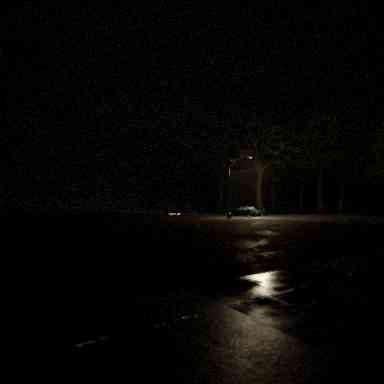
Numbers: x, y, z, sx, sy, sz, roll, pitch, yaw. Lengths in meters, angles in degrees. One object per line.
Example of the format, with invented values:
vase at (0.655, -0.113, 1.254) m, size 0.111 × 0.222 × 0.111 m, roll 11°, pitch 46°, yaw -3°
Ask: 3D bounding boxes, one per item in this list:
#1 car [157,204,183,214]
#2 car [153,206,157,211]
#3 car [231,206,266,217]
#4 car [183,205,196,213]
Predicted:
car at (-4.172, 3.256, 62.579) m, size 1.837 × 1.490 × 4.892 m, roll 1°, pitch -2°, yaw -33°
car at (-6.812, 3.390, 73.030) m, size 1.882 × 1.535 × 5.008 m, roll 1°, pitch -2°, yaw -33°
car at (7.444, 2.619, 44.672) m, size 2.033 × 1.411 × 5.357 m, roll 1°, pitch -2°, yaw -33°
car at (-1.105, 3.268, 64.304) m, size 2.128 × 1.511 × 4.902 m, roll 1°, pitch -2°, yaw -33°
